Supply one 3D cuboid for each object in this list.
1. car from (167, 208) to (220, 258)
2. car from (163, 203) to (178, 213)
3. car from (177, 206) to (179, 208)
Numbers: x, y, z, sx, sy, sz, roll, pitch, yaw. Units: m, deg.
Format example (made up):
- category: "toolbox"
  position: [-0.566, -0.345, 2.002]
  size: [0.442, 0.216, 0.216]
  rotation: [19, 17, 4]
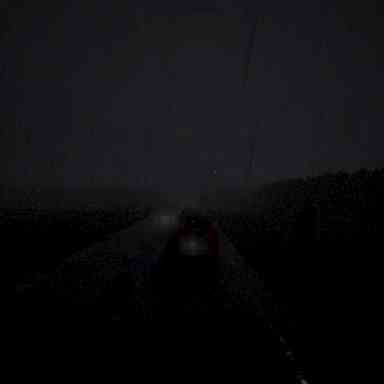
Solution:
- category: "car"
  position: [0.058, 1.646, 13.535]
  size: [1.882, 1.535, 5.008]
  rotation: [0, 0, 0]
- category: "car"
  position: [-2.771, 2.134, 44.175]
  size: [1.895, 1.301, 4.718]
  rotation: [0, -1, 1]
- category: "car"
  position: [0.047, 1.929, 26.701]
  size: [1.895, 1.301, 4.718]
  rotation: [0, -1, 1]
